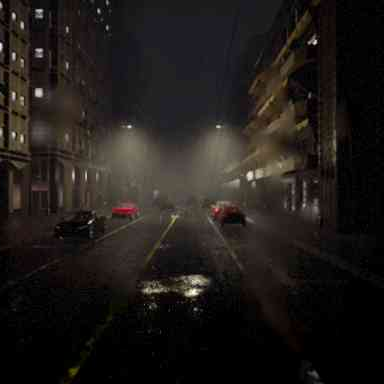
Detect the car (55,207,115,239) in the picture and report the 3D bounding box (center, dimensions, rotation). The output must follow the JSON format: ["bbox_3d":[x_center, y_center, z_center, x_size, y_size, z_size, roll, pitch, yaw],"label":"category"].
[{"bbox_3d":[-5.688,1.599,17.460,2.008,1.369,4.403,0,0,0],"label":"car"}]

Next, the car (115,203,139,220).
[{"bbox_3d":[-5.687,1.626,28.758,1.887,1.381,4.507,0,0,0],"label":"car"}]

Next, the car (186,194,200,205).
[{"bbox_3d":[0.007,1.696,63.568,1.837,1.490,4.892,0,0,0],"label":"car"}]

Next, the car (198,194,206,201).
[{"bbox_3d":[2.699,1.607,90.891,2.192,1.841,5.009,0,0,0],"label":"car"}]

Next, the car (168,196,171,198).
[{"bbox_3d":[-5.684,1.759,68.296,2.008,1.369,4.403,0,0,0],"label":"car"}]

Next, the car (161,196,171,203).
[{"bbox_3d":[-5.684,1.669,73.946,1.967,1.590,4.097,0,0,0],"label":"car"}]

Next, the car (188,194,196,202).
[{"bbox_3d":[0.007,1.426,82.776,2.150,2.045,5.566,0,0,0],"label":"car"}]

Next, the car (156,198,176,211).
[{"bbox_3d":[-3.090,1.723,42.270,1.895,1.301,4.718,0,0,0],"label":"car"}]

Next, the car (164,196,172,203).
[{"bbox_3d":[-5.683,1.775,79.424,1.752,1.417,4.829,0,0,0],"label":"car"}]

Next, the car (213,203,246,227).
[{"bbox_3d":[2.693,1.646,23.108,1.802,1.307,4.206,0,0,0],"label":"car"}]

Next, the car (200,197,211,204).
[{"bbox_3d":[2.697,1.759,68.296,2.008,1.369,4.403,0,0,0],"label":"car"}]

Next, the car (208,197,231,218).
[{"bbox_3d":[2.693,1.521,28.757,1.967,1.590,4.097,0,0,0],"label":"car"}]

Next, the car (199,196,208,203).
[{"bbox_3d":[2.697,1.690,79.593,1.967,1.590,4.097,0,0,0],"label":"car"}]

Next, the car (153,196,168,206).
[{"bbox_3d":[-5.685,1.735,57.000,1.947,1.339,4.313,0,0,0],"label":"car"}]

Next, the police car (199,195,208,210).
[{"bbox_3d":[2.370,1.560,46.523,1.930,1.638,5.238,0,0,0],"label":"police car"}]

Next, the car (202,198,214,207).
[{"bbox_3d":[2.696,1.735,56.999,1.947,1.339,4.313,0,0,0],"label":"car"}]
